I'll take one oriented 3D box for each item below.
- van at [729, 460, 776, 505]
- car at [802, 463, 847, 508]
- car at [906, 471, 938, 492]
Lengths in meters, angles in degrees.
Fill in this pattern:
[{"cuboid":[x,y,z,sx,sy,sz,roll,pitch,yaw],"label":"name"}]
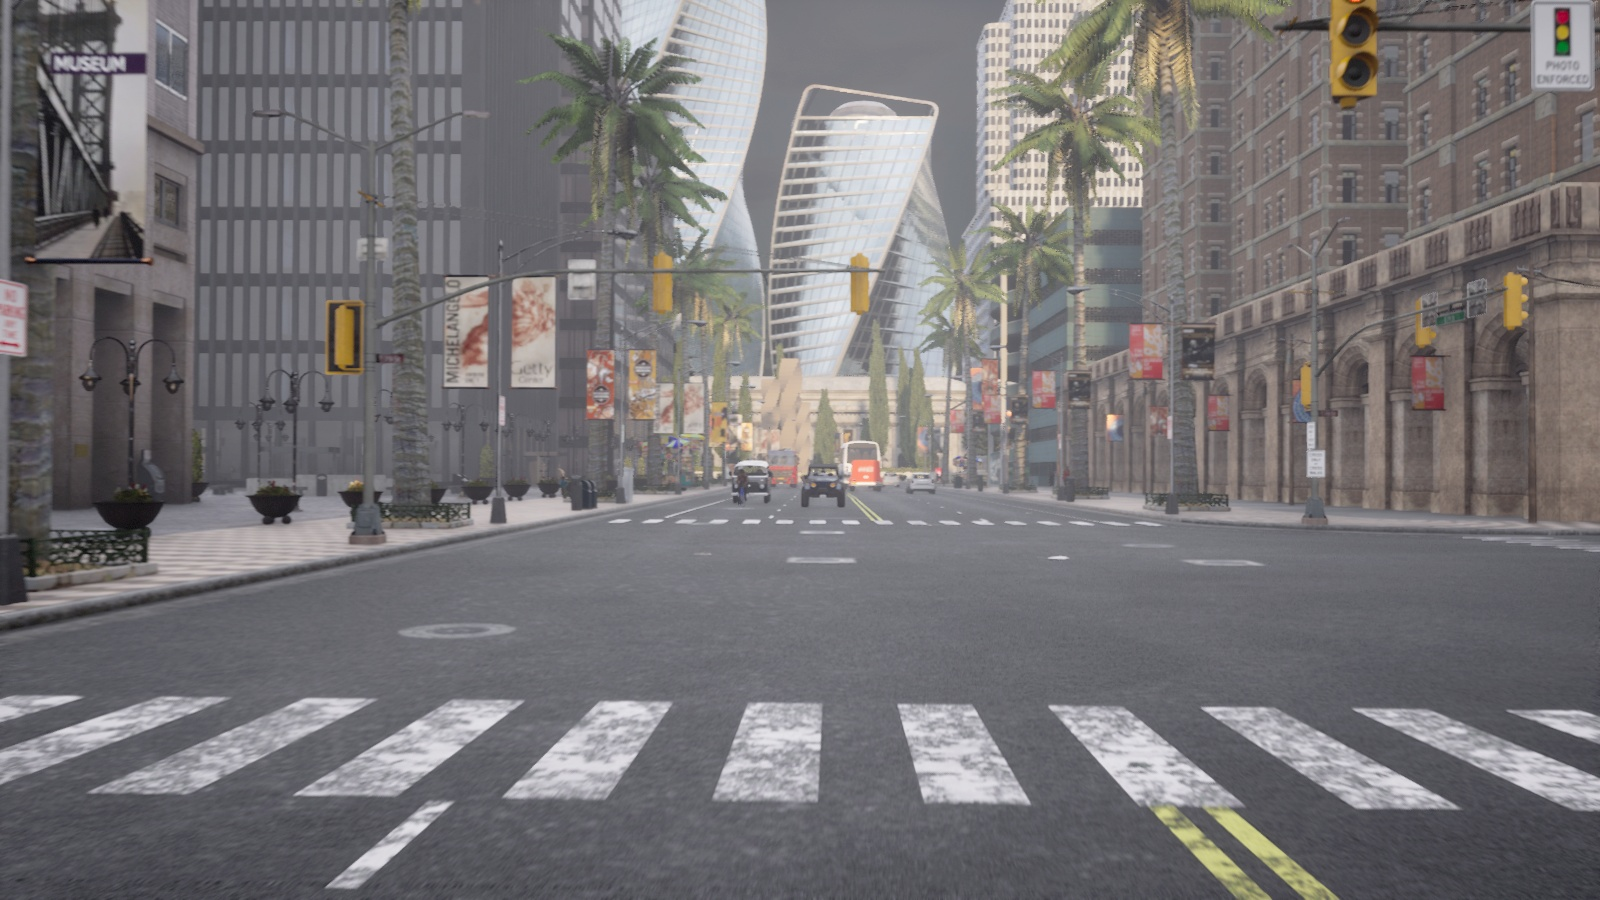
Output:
[{"cuboid":[-2.283,1.566,61.809,2.069,2.038,4.480,0,1,1],"label":"van"},{"cuboid":[1.087,1.528,55.106,1.905,1.878,3.866,0,-1,1],"label":"car"},{"cuboid":[8.675,2.247,89.378,1.970,1.475,3.806,0,-1,1],"label":"car"}]
